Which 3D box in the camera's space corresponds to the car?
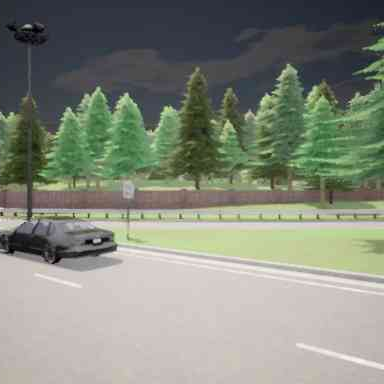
[{"bbox_3d":[-4.998,1.585,11.929,5.357,1.411,2.033,0,0,37],"label":"car"}]
